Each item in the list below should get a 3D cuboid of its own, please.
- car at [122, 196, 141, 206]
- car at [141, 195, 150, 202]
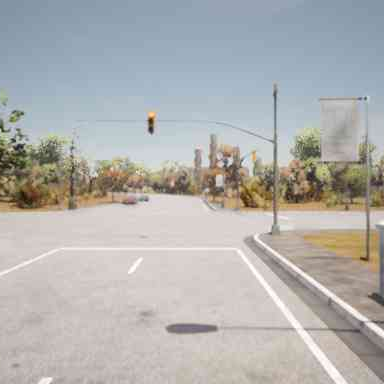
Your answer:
[{"bbox_3d":[-10.391,1.430,55.679,1.882,1.535,5.008,0,0,1],"label":"car"},{"bbox_3d":[-10.282,1.342,71.547,2.033,1.411,5.357,0,1,0],"label":"car"}]
